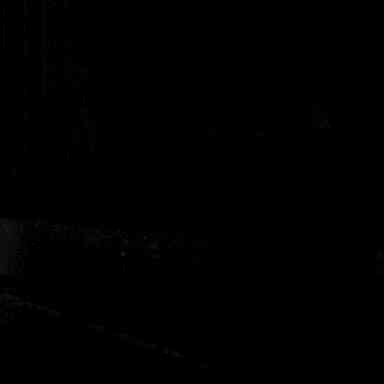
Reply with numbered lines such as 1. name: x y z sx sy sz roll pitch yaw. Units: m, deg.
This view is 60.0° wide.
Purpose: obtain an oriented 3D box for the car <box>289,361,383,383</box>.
1. car: 2.286 1.554 1.334 4.313 1.339 1.947 -1 -1 35
